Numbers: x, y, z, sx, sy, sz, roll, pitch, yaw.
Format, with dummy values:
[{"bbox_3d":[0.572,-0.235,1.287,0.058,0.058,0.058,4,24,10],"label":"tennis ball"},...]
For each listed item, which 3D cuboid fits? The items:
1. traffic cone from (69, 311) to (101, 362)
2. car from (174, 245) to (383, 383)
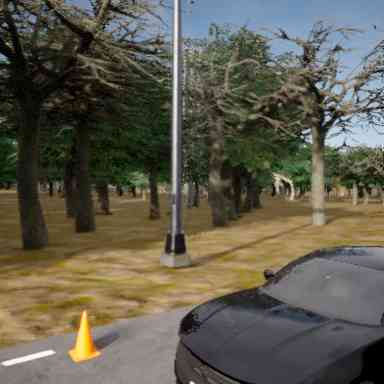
[{"bbox_3d":[-1.479,1.946,4.609,0.340,0.580,0.340,0,0,-35],"label":"traffic cone"},{"bbox_3d":[2.147,1.491,4.247,5.008,1.535,1.882,0,0,-33],"label":"car"}]
